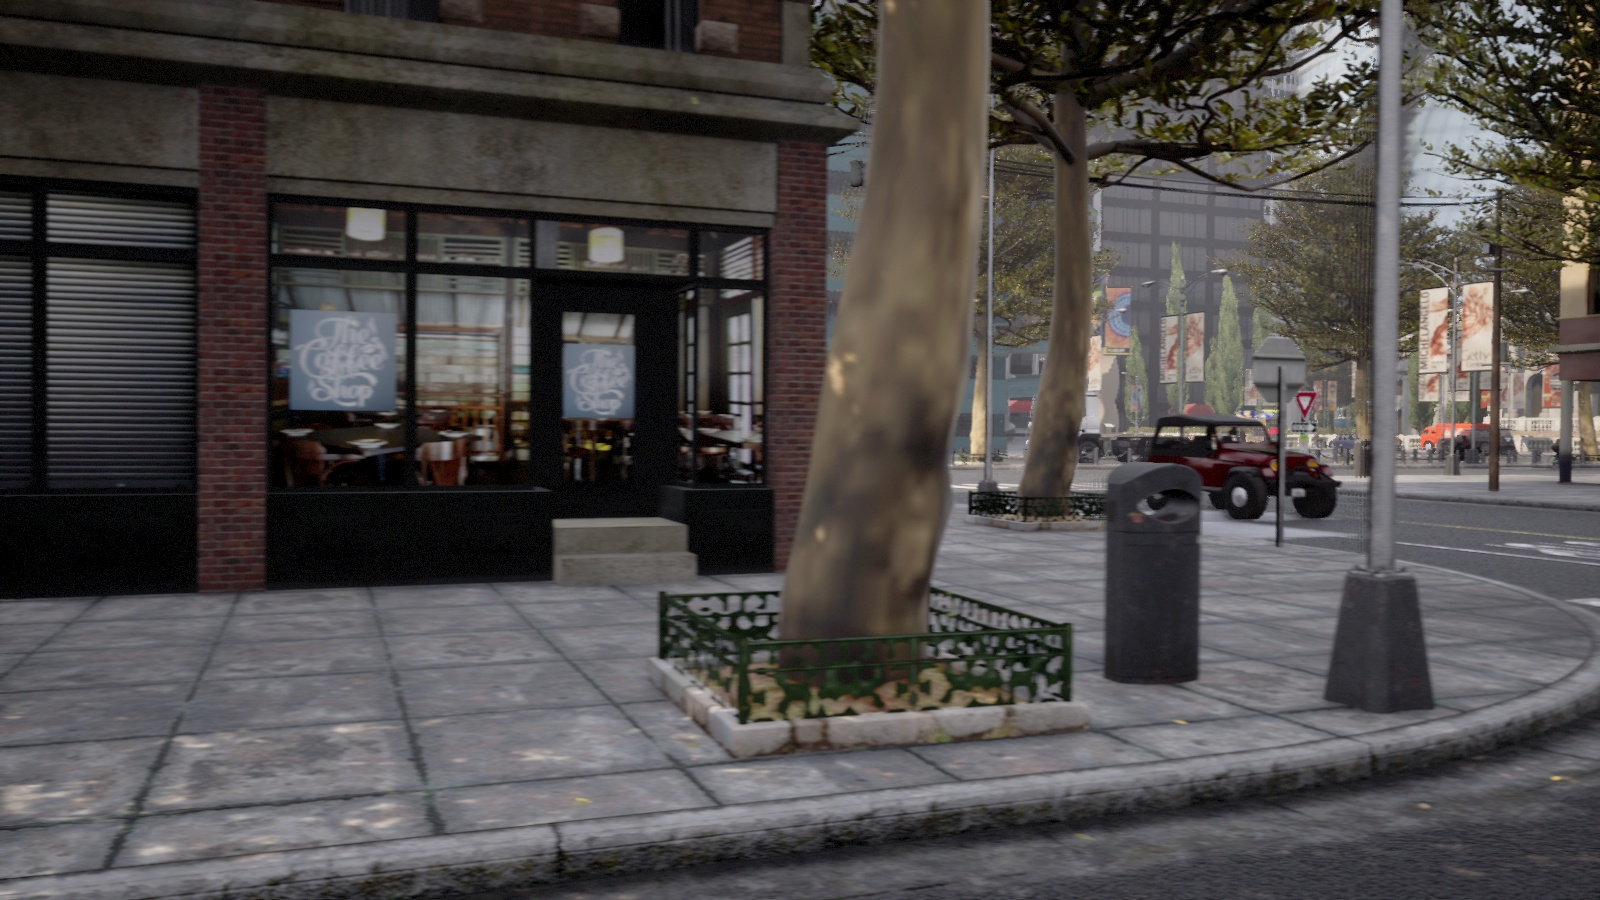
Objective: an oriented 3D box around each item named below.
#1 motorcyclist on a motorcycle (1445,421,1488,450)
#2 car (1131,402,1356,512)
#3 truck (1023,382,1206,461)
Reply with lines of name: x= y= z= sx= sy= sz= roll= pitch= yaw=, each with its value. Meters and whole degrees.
motorcyclist on a motorcycle: x=34.821 y=-0.761 z=65.596 sx=2.044 sy=1.523 sz=0.797 roll=-1 pitch=1 yaw=-21
car: x=8.218 y=0.091 z=23.625 sx=1.905 sy=1.878 sz=3.866 roll=-1 pitch=1 yaw=-22
truck: x=14.495 y=-1.344 z=57.882 sx=7.936 sy=3.462 sz=2.891 roll=-1 pitch=1 yaw=-20
